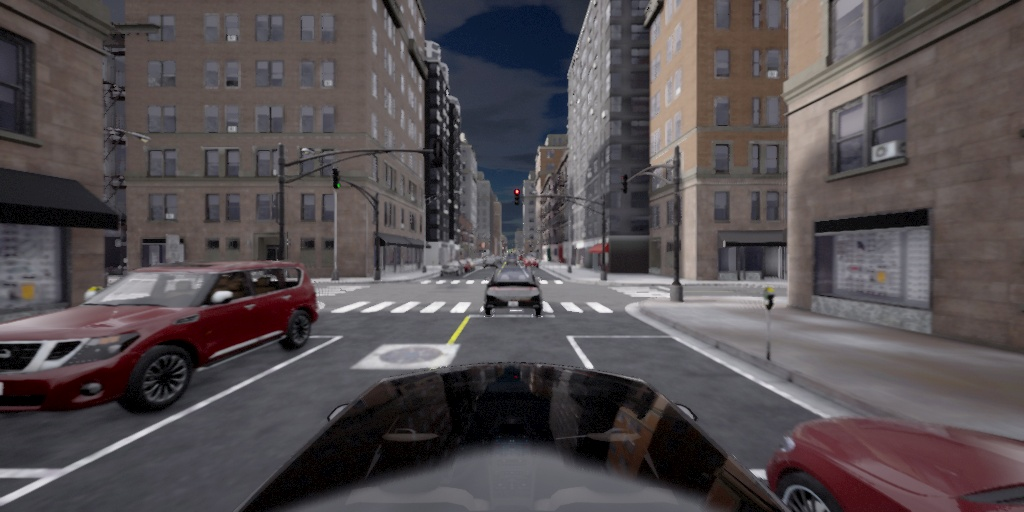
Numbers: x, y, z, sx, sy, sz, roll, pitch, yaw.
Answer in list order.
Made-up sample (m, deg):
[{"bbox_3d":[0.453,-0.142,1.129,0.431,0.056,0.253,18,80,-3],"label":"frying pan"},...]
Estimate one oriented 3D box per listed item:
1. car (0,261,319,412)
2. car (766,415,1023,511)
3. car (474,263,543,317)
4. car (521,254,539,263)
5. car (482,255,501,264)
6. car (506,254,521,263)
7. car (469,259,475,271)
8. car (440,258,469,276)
[{"bbox_3d":[-5.389,1.031,6.217,2.192,1.841,5.009,0,0,0],"label":"car"},{"bbox_3d":[2.637,1.339,0.797,1.802,1.307,4.207,0,0,0],"label":"car"},{"bbox_3d":[0.053,1.160,12.826,2.128,1.511,4.902,0,0,0],"label":"car"},{"bbox_3d":[2.627,0.829,49.036,1.967,1.591,4.097,0,0,0],"label":"car"},{"bbox_3d":[-2.848,0.904,47.683,1.837,1.490,4.892,0,1,0],"label":"car"},{"bbox_3d":[0.032,0.777,61.917,2.128,1.511,4.902,0,0,1],"label":"car"},{"bbox_3d":[-5.396,1.019,38.134,1.888,1.381,4.507,0,0,0],"label":"car"},{"bbox_3d":[-5.394,1.067,32.680,2.007,1.370,4.403,0,0,0],"label":"car"}]
